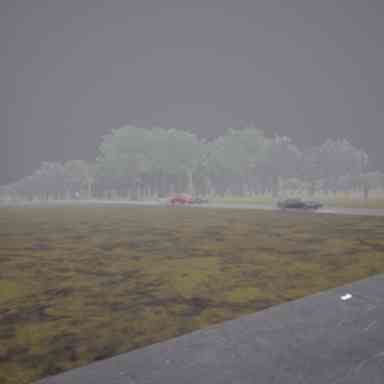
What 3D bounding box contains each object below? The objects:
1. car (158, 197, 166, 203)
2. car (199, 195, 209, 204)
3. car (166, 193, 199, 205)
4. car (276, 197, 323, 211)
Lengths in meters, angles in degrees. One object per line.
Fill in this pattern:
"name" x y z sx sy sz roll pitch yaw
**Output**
"car" -4.941 1.553 66.978 1.895 1.301 4.718 -2 1 -36
"car" 0.966 1.335 58.844 2.128 1.511 4.902 -2 1 -35
"car" -1.699 1.172 57.674 2.150 2.045 5.566 -2 1 -35
"car" 12.235 1.343 38.201 2.033 1.411 5.357 -2 1 -36
